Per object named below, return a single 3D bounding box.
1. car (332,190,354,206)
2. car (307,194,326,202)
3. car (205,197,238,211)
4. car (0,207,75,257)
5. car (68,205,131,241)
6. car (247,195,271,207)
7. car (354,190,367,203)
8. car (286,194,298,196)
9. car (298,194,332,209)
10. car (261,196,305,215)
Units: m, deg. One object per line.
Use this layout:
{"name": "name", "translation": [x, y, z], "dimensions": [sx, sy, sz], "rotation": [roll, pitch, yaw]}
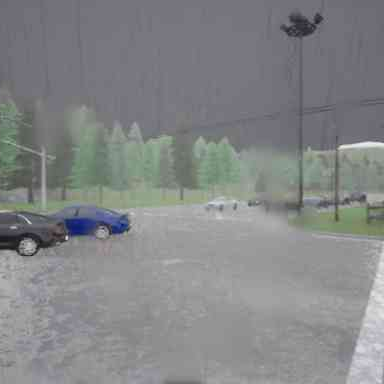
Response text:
{"name": "car", "translation": [20.417, 0.942, 46.198], "dimensions": [2.097, 1.767, 4.553], "rotation": [0, 1, 38]}
{"name": "car", "translation": [22.491, 1.074, 60.047], "dimensions": [1.895, 1.301, 4.718], "rotation": [0, 1, 39]}
{"name": "car", "translation": [3.220, 1.226, 35.632], "dimensions": [1.812, 1.442, 4.674], "rotation": [0, 1, 37]}
{"name": "car", "translation": [-6.947, 1.416, 11.680], "dimensions": [4.892, 1.490, 1.837], "rotation": [0, -1, -9]}
{"name": "car", "translation": [-5.387, 1.356, 15.398], "dimensions": [5.008, 1.535, 1.882], "rotation": [0, 0, -2]}
{"name": "car", "translation": [8.876, 1.138, 42.868], "dimensions": [1.837, 1.490, 4.892], "rotation": [0, 1, 38]}
{"name": "car", "translation": [26.912, 0.735, 54.374], "dimensions": [2.150, 2.045, 5.566], "rotation": [0, 1, 39]}
{"name": "car", "translation": [15.359, 1.034, 51.074], "dimensions": [1.882, 1.535, 5.008], "rotation": [0, 1, 38]}
{"name": "car", "translation": [14.170, 1.189, 38.282], "dimensions": [1.812, 1.442, 4.674], "rotation": [0, 1, 38]}
{"name": "car", "translation": [8.570, 1.331, 31.108], "dimensions": [1.895, 1.301, 4.718], "rotation": [0, 1, 37]}
